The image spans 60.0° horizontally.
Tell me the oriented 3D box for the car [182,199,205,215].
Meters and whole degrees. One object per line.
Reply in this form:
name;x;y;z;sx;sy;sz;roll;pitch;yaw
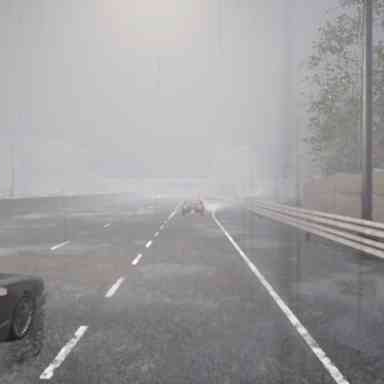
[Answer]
car;0.198;1.327;30.227;1.895;1.301;4.718;0;1;4

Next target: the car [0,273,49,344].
car;-3.402;1.516;3.312;2.033;1.411;5.357;0;1;0

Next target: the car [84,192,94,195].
car;-28.053;0.678;90.731;1.882;1.535;5.008;0;0;0
